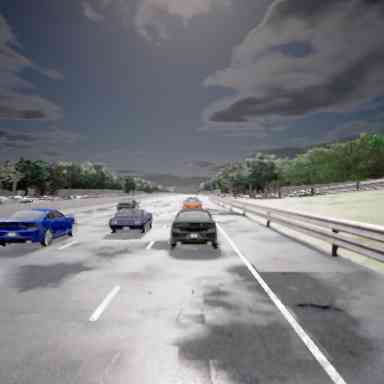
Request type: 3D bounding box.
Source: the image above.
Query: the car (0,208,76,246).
[{"bbox_3d":[-6.917,1.485,15.273,1.882,1.535,5.008,0,0,0],"label":"car"}]

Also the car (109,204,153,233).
[{"bbox_3d":[-3.420,1.608,19.550,1.895,1.301,4.718,0,0,0],"label":"car"}]

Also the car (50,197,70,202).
[{"bbox_3d":[-17.627,1.510,44.495,1.837,1.490,4.892,0,0,0],"label":"car"}]

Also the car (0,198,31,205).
[{"bbox_3d":[-21.133,1.499,39.808,2.128,1.511,4.902,0,0,0],"label":"car"}]

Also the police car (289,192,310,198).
[{"bbox_3d":[21.246,0.674,66.135,2.038,1.542,4.974,0,-3,-15],"label":"police car"}]

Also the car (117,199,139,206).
[{"bbox_3d":[-6.940,1.509,36.406,1.837,1.490,4.892,0,0,0],"label":"car"}]

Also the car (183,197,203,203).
[{"bbox_3d":[0.061,1.355,35.870,2.097,1.767,4.553,0,0,0],"label":"car"}]

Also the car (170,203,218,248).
[{"bbox_3d":[0.084,1.483,14.937,1.882,1.535,5.008,0,0,0],"label":"car"}]
